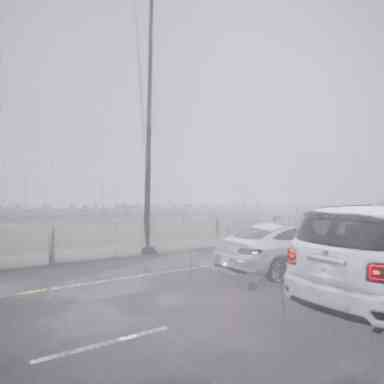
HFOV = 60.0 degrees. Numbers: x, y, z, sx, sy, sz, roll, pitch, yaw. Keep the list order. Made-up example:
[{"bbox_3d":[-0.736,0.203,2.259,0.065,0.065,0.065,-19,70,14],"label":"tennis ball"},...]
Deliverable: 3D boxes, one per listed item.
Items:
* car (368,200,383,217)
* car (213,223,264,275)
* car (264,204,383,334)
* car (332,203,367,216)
[{"bbox_3d":[24.967,2.056,42.191,5.566,2.045,2.150,2,-1,-34],"label":"car"},{"bbox_3d":[2.743,1.612,9.790,4.674,1.442,1.812,1,-1,-34],"label":"car"},{"bbox_3d":[4.232,1.289,6.567,5.566,2.045,2.150,1,-1,-34],"label":"car"},{"bbox_3d":[20.599,2.251,43.458,5.008,1.535,1.882,2,-1,-34],"label":"car"}]
